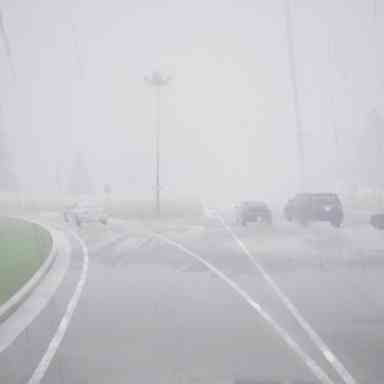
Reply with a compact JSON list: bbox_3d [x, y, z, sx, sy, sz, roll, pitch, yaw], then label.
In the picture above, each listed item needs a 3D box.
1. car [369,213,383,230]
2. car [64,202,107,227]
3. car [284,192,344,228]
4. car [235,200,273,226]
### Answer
[{"bbox_3d":[10.884,1.382,16.300,2.033,1.411,5.357,0,0,1],"label":"car"},{"bbox_3d":[-6.919,1.356,21.514,1.812,1.442,4.674,0,0,-34],"label":"car"},{"bbox_3d":[7.453,1.025,20.850,2.150,2.045,5.566,0,0,1],"label":"car"},{"bbox_3d":[3.969,1.308,21.822,1.837,1.490,4.892,0,0,1],"label":"car"}]
